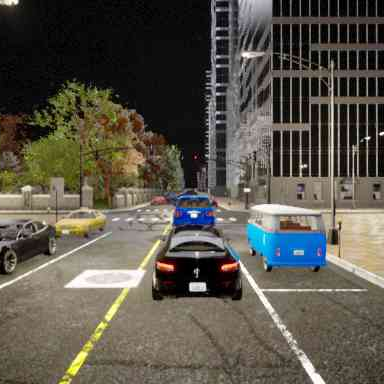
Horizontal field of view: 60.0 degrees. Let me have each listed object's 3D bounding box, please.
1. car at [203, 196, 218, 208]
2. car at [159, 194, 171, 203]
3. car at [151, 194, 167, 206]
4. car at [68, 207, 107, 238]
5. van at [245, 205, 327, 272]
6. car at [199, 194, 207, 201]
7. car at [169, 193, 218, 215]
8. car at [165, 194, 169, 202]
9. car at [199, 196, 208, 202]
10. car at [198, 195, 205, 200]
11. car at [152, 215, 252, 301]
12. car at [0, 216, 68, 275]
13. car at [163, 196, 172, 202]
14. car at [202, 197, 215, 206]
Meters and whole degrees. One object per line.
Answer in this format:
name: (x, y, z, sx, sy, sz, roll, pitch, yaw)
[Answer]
car: (2.685, 1.416, 48.610, 1.967, 1.590, 4.097, 0, 0, 0)
car: (-5.699, 1.277, 71.335, 2.192, 1.841, 5.009, 0, 0, 0)
car: (-5.697, 1.517, 54.286, 1.887, 1.381, 4.507, 0, 0, 0)
car: (-5.820, 1.518, 17.716, 1.752, 1.417, 4.829, 0, 0, 0)
van: (2.773, 1.337, 10.484, 1.690, 1.788, 3.998, 0, 0, 0)
car: (2.680, 1.388, 82.696, 1.967, 1.590, 4.097, 0, 0, 0)
car: (0.098, 1.214, 18.559, 2.150, 2.045, 5.566, 0, 0, 0)
car: (-5.698, 1.520, 59.969, 2.008, 1.369, 4.403, 0, 0, 0)
car: (2.680, 1.521, 77.015, 1.947, 1.339, 4.313, 0, 0, 0)
car: (2.678, 1.453, 94.232, 1.752, 1.417, 4.829, 0, 0, 0)
car: (0.102, 1.523, 8.209, 1.812, 1.442, 4.674, 0, 0, 0)
car: (-5.770, 1.562, 10.481, 1.947, 1.339, 4.313, 0, 0, 0)
car: (-5.701, 1.538, 77.017, 1.802, 1.307, 4.206, 0, 0, 0)
car: (2.684, 1.538, 54.290, 1.947, 1.339, 4.313, 0, 0, 0)
